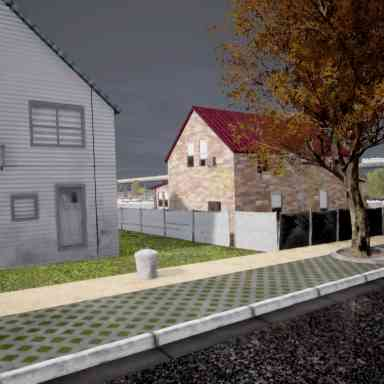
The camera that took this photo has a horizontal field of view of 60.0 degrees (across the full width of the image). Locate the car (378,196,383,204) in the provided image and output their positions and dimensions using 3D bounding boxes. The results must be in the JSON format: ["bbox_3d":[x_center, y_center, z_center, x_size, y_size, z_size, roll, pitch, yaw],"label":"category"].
[{"bbox_3d":[38.487,1.625,64.518,2.128,1.511,4.902,-2,0,0],"label":"car"}]

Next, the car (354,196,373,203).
[{"bbox_3d":[38.574,1.585,74.944,1.837,1.490,4.892,-2,0,0],"label":"car"}]

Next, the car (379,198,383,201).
[{"bbox_3d":[35.241,1.740,64.551,2.128,1.511,4.902,-2,0,0],"label":"car"}]

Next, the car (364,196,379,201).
[{"bbox_3d":[28.600,1.897,55.510,1.812,1.442,4.674,-2,-1,1],"label":"car"}]
